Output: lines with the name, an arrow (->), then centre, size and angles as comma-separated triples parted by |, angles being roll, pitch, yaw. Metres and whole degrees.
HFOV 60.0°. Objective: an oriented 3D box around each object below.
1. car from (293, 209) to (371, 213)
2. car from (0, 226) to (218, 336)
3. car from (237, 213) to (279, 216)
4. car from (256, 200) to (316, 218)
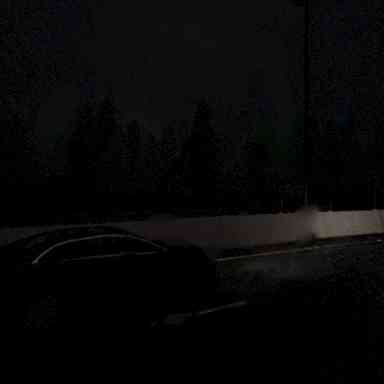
car -> 8.895, 1.385, 20.675 | 5.357, 1.411, 2.033 | 0, 0, -24
car -> -1.704, 1.448, 6.625 | 4.902, 1.511, 2.128 | 0, 0, -34
car -> 4.559, 1.398, 22.496 | 4.181, 1.385, 1.994 | 0, 0, -26
car -> 7.919, 1.390, 27.915 | 4.718, 1.301, 1.895 | 0, 0, -24
